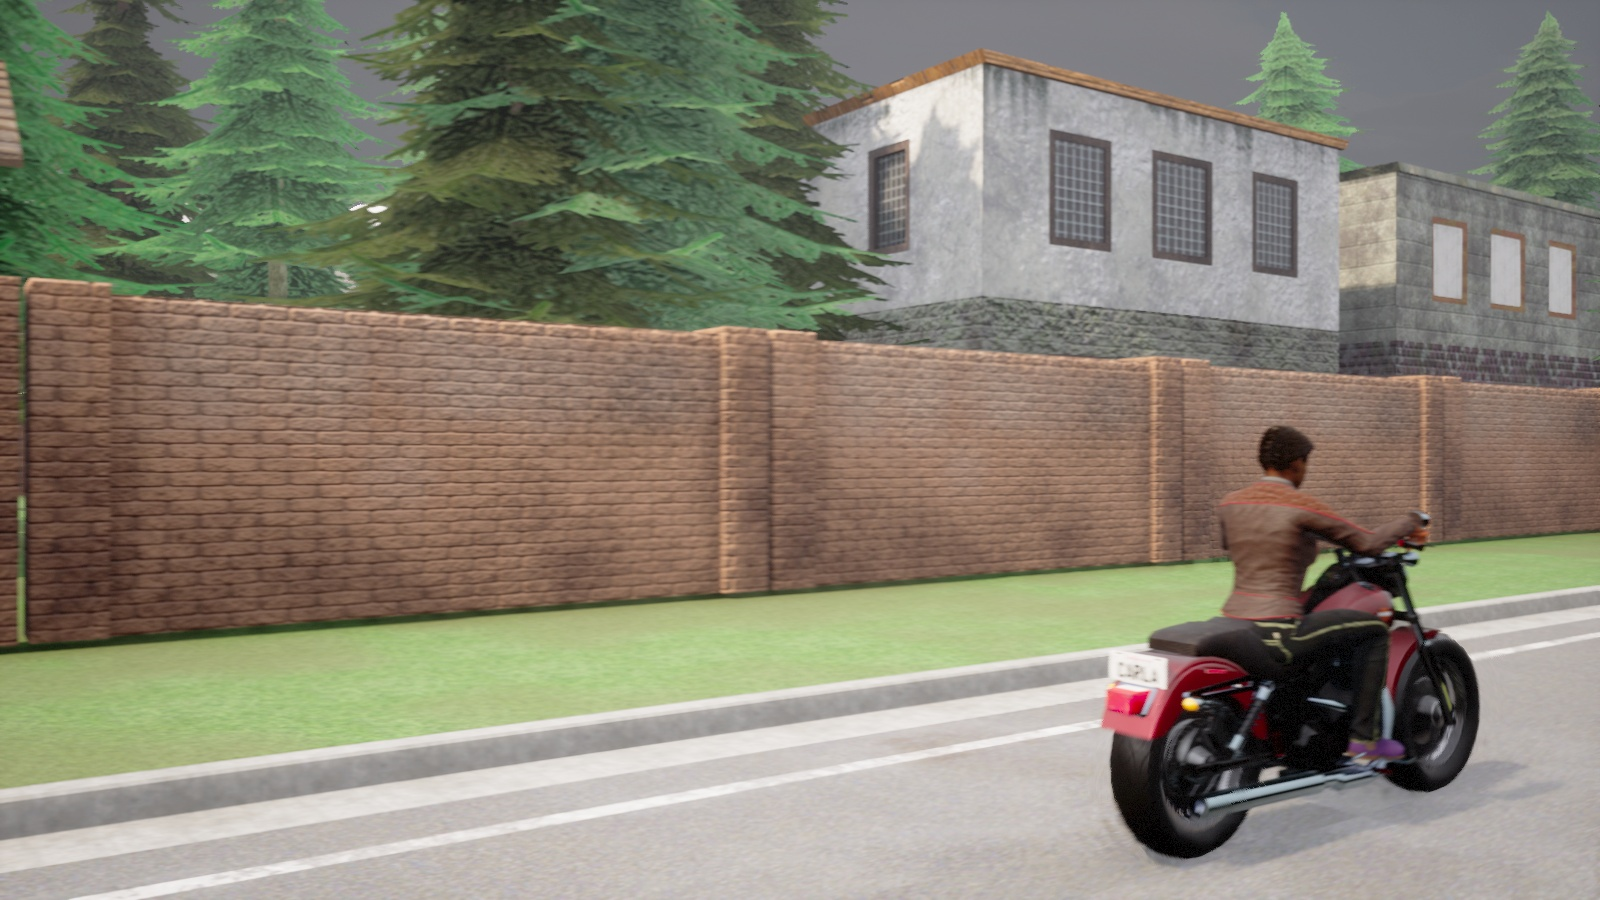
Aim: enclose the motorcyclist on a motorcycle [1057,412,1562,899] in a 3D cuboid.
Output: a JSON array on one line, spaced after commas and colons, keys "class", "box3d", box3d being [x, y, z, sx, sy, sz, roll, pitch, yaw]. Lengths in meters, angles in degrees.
[{"class": "motorcyclist on a motorcycle", "box3d": [2.168, 0.703, 5.168, 2.350, 1.649, 0.766, 0, 0, -35]}]
